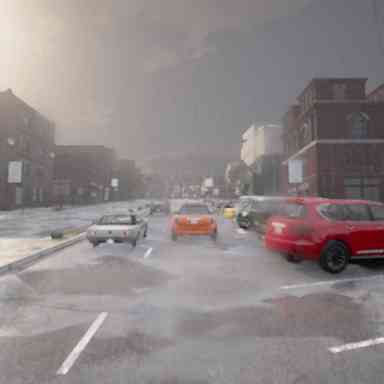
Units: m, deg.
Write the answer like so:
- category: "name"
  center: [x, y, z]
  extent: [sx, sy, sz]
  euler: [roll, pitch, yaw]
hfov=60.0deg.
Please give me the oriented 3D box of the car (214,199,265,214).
- category: "car"
  center: [4.982, 1.510, 34.977]
  extent: [4.892, 1.521, 2.231]
  euler: [1, 0, -20]

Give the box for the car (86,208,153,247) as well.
- category: "car"
  center: [-3.149, 1.609, 15.071]
  extent: [1.895, 1.301, 4.718]
  euler: [0, 0, 0]

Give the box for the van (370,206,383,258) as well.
- category: "van"
  center: [4.902, 1.261, 4.462]
  extent: [4.442, 1.987, 1.878]
  euler: [1, 0, -20]

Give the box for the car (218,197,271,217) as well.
- category: "car"
  center: [5.036, 1.380, 31.934]
  extent: [4.553, 1.767, 2.185]
  euler: [1, 0, -20]

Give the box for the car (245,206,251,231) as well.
- category: "car"
  center: [5.003, 1.494, 13.642]
  extent: [4.892, 1.521, 2.231]
  euler: [1, 0, -20]

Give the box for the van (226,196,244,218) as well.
- category: "van"
  center: [4.903, 1.271, 22.737]
  extent: [4.442, 1.987, 1.878]
  euler: [1, 0, -20]

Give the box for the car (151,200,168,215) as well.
- category: "car"
  center: [-3.172, 1.544, 34.011]
  extent: [1.812, 1.442, 4.674]
  euler: [0, 0, 0]

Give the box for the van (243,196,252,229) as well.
- category: "van"
  center: [5.119, 1.271, 16.733]
  extent: [4.442, 1.987, 1.878]
  euler: [1, 0, -20]

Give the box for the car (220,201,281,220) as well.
- category: "car"
  center: [5.036, 1.532, 28.891]
  extent: [4.792, 1.488, 2.163]
  euler: [1, 0, -20]

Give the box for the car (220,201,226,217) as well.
- category: "car"
  center: [5.184, 1.499, 25.896]
  extent: [5.366, 1.575, 1.946]
  euler: [1, 0, -20]

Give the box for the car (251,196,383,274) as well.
- category: "car"
  center: [5.036, 1.241, 10.611]
  extent: [5.566, 2.045, 2.435]
  euler: [1, 0, -20]

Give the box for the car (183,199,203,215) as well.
- category: "car"
  center: [0.074, 1.498, 34.781]
  extent: [1.882, 1.535, 5.008]
  euler: [0, 0, 0]

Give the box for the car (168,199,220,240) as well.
- category: "car"
  center: [0.100, 1.361, 17.051]
  extent: [2.097, 1.767, 4.553]
  euler: [0, 0, 0]

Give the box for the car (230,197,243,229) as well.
- category: "car"
  center: [4.979, 1.371, 19.728]
  extent: [4.553, 1.767, 2.185]
  euler: [1, 0, -20]
